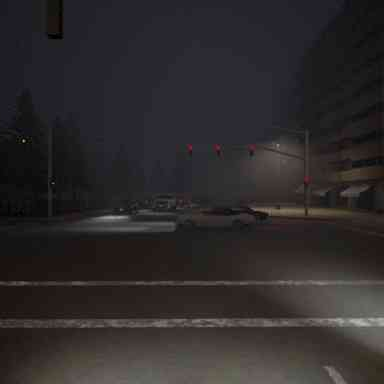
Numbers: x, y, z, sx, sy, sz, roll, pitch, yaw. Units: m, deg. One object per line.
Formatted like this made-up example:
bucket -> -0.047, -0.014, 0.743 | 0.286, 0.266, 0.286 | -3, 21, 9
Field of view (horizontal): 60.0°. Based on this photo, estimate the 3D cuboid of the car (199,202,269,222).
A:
car -> 3.005, 1.620, 24.000 | 4.718, 1.301, 1.895 | 0, 0, 0

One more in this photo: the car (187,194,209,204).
car -> 1.207, 1.352, 65.062 | 2.097, 1.767, 4.553 | 0, 0, 35

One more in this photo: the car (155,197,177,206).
car -> -4.219, 1.526, 54.367 | 1.812, 1.442, 4.674 | 0, 0, 20

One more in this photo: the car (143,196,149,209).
car -> -6.370, 1.352, 44.371 | 2.097, 1.767, 4.553 | 0, 0, 7

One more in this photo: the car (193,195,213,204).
car -> 2.071, 1.492, 59.867 | 2.128, 1.511, 4.902 | 0, 0, 30

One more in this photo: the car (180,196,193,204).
car -> -1.813, 1.352, 50.398 | 2.097, 1.767, 4.553 | 0, 0, 16

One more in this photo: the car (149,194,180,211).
car -> -3.272, 1.221, 40.398 | 2.150, 2.045, 5.566 | 0, 0, 6

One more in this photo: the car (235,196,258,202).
car -> 9.216, 1.477, 58.009 | 1.882, 1.535, 5.008 | 0, 0, 32

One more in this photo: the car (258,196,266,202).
car -> 13.142, 1.478, 68.108 | 5.008, 1.535, 1.882 | 0, 0, -41

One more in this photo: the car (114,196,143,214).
car -> -6.921, 1.492, 35.286 | 2.128, 1.511, 4.902 | 0, 0, 2

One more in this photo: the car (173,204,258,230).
car -> 1.367, 1.622, 20.491 | 4.718, 1.301, 1.895 | 0, 0, 0

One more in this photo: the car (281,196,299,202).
car -> 21.938, 1.525, 73.634 | 4.902, 1.511, 2.128 | 0, 0, -22
